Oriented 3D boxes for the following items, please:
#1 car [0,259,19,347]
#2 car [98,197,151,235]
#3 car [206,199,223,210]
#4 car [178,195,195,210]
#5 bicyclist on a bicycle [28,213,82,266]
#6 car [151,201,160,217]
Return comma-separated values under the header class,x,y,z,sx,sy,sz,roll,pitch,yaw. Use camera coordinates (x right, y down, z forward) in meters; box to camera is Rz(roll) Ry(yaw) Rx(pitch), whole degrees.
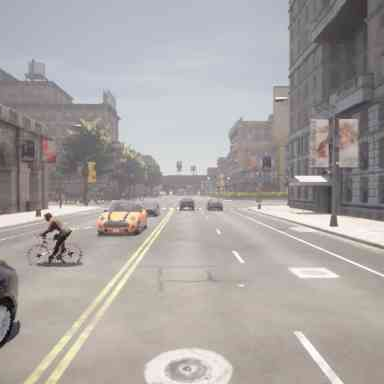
class,x,y,z,sx,sy,sz,roll,pitch,yaw
car,-3.632,1.505,3.373,1.837,1.490,4.892,0,0,-1
car,-3.822,1.352,18.915,2.097,1.767,4.553,0,0,0
car,2.853,1.548,42.429,2.033,1.411,5.357,0,0,-1
car,-0.644,1.504,42.505,1.837,1.490,4.892,0,0,-1
bicyclist on a bicycle,-4.205,1.455,10.161,1.656,1.620,0.582,-2,0,-1
car,-4.044,1.548,31.417,2.033,1.411,5.357,0,0,-1
